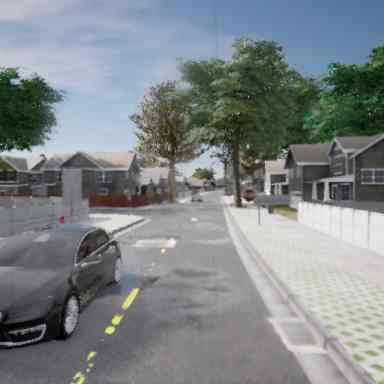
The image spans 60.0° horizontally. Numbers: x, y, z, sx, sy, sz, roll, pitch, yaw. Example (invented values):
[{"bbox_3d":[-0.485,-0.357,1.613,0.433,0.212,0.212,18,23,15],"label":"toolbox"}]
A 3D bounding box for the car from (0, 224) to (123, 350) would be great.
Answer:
[{"bbox_3d":[-2.701,1.478,6.579,1.837,1.490,4.892,0,0,2],"label":"car"}]

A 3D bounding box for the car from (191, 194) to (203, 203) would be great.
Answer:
[{"bbox_3d":[0.844,1.123,57.420,2.128,1.511,4.902,0,1,4],"label":"car"}]
